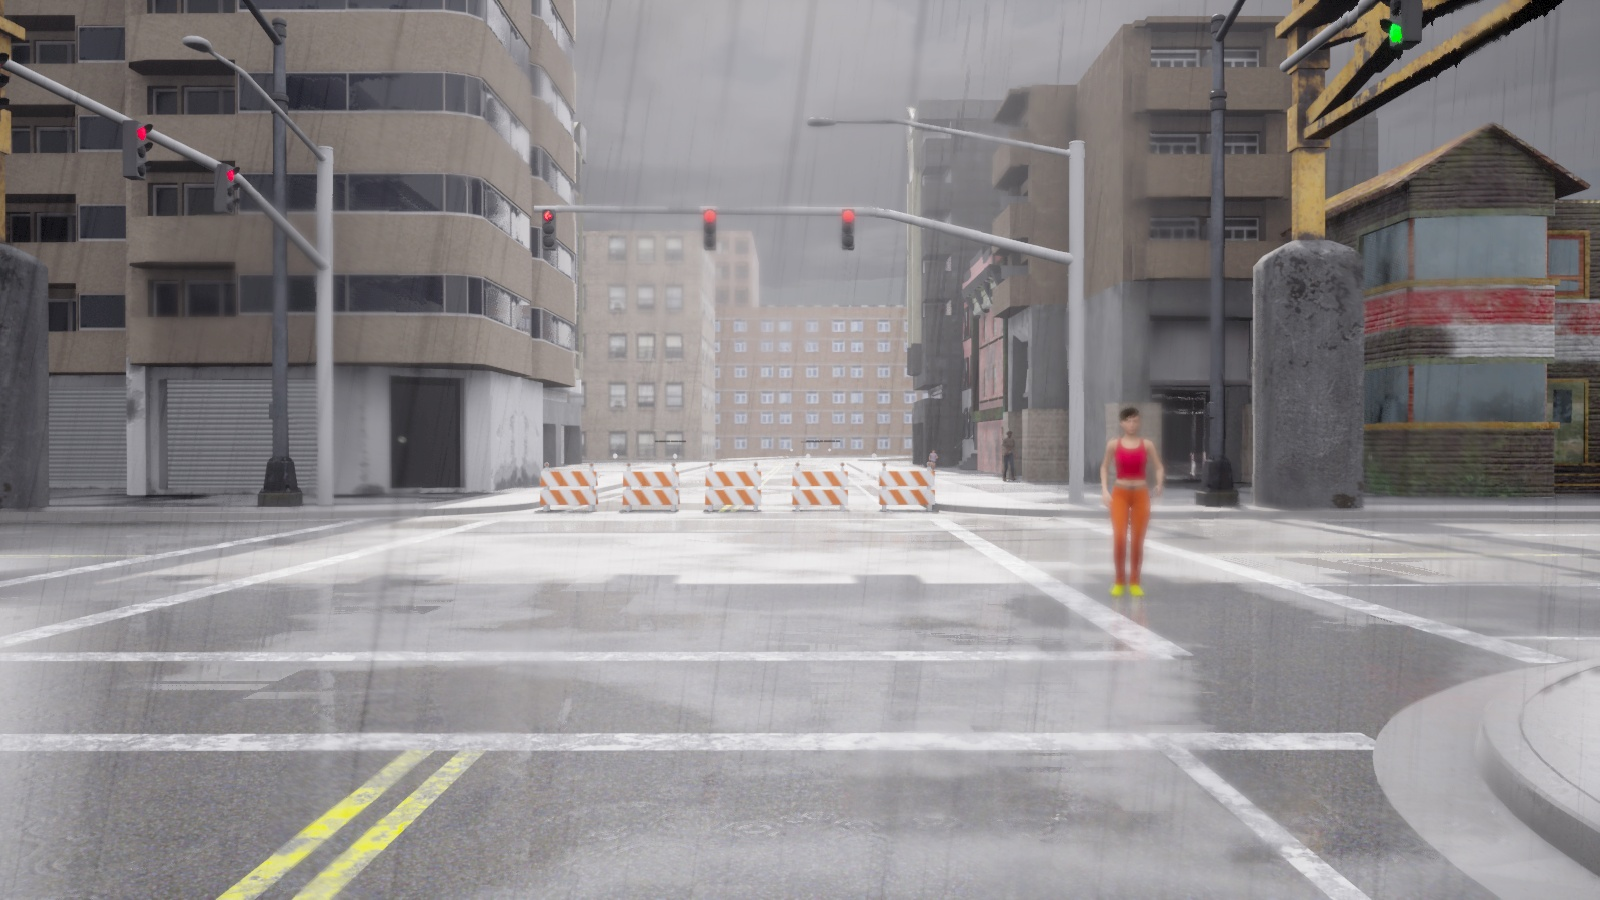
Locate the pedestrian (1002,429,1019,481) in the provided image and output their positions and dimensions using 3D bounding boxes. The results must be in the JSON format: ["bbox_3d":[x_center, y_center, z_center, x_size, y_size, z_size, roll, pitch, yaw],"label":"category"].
[{"bbox_3d":[7.279,0.172,43.472,0.328,1.805,0.869,0,0,-10],"label":"pedestrian"}]

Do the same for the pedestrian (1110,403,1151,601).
[{"bbox_3d":[3.143,0.484,11.958,0.345,1.836,0.594,0,0,12],"label":"pedestrian"}]
